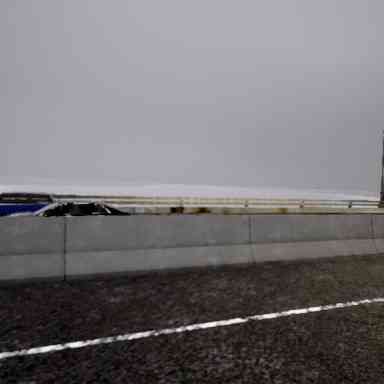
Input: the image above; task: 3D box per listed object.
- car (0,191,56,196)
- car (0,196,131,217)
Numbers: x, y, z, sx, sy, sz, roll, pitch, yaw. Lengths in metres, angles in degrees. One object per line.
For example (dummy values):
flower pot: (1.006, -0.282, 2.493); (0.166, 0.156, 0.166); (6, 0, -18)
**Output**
car: (-8.204, 0.753, 15.109); (4.553, 1.767, 2.097); (1, 1, -23)
car: (-4.740, 1.067, 12.786); (4.892, 1.490, 1.837); (1, 1, -23)
